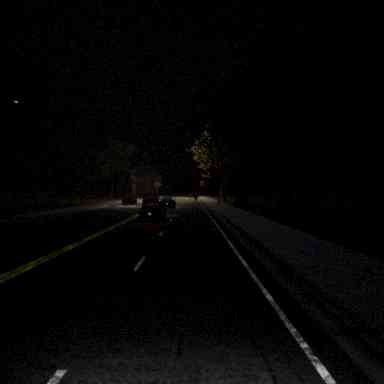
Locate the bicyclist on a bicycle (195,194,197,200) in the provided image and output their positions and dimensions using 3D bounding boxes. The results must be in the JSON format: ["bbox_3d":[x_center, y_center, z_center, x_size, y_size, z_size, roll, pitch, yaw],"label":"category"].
[{"bbox_3d":[0.928,1.232,80.778,0.582,1.620,1.656,0,0,0],"label":"bicyclist on a bicycle"}]

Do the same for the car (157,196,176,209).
[{"bbox_3d":[-3.132,1.434,43.412,1.994,1.385,4.181,0,0,0],"label":"car"}]

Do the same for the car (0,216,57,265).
[{"bbox_3d":[-6.596,1.563,11.696,1.895,1.301,4.718,0,0,0],"label":"car"}]

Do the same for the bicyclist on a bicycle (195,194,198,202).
[{"bbox_3d":[0.924,1.252,71.777,0.582,1.620,1.656,0,0,0],"label":"bicyclist on a bicycle"}]

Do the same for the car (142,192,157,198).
[{"bbox_3d":[-6.543,1.070,52.118,2.150,2.045,5.566,0,0,0],"label":"car"}]

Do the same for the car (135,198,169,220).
[{"bbox_3d":[-3.138,1.440,26.924,1.812,1.442,4.674,0,0,0],"label":"car"}]

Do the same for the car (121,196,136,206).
[{"bbox_3d":[-9.790,1.354,52.181,1.837,1.490,4.892,0,0,0],"label":"car"}]
